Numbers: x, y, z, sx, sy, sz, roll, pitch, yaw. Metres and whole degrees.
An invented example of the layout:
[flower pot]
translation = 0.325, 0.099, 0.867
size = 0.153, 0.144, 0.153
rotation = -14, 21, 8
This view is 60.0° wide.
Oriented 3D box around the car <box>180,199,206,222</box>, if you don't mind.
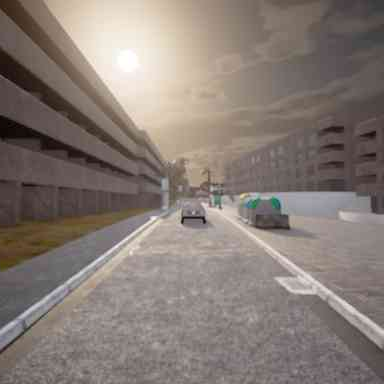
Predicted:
[car]
translation = 0.096, 1.497, 25.236
size = 2.033, 1.411, 5.357
rotation = 0, 0, 0
